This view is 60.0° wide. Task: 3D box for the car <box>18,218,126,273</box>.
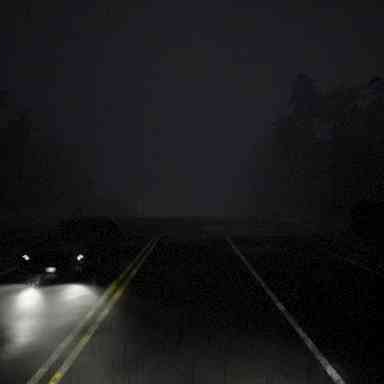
[{"bbox_3d":[-3.527,1.572,10.989,2.033,1.411,5.357,0,0,0],"label":"car"}]
